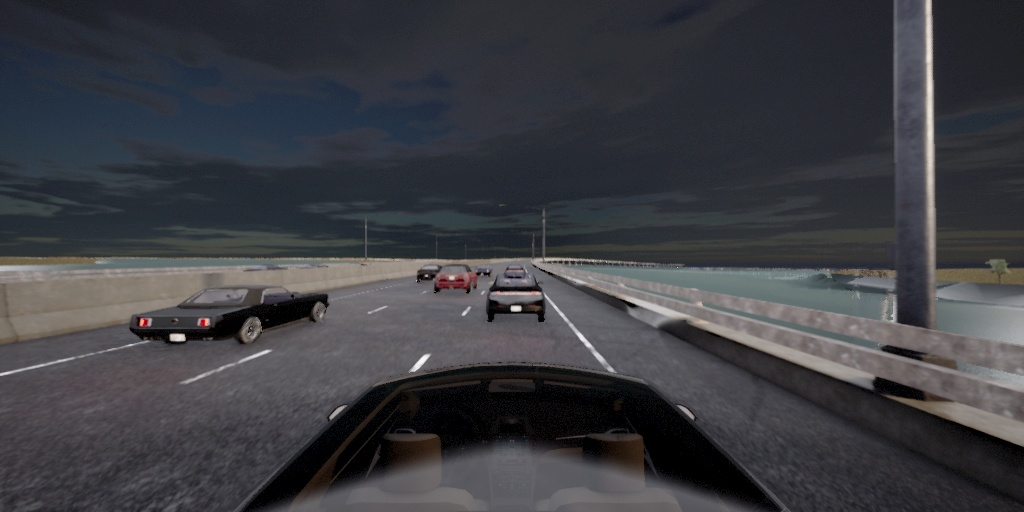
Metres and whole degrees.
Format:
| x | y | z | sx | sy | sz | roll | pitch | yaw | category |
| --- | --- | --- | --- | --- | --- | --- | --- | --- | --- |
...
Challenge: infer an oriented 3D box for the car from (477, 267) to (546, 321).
| x | y | z | sx | sy | sz | roll | pitch | yaw | category |
| --- | --- | --- | --- | --- | --- | --- | --- | --- | --- |
| 0.126 | 1.330 | 12.807 | 2.128 | 1.511 | 4.902 | 0 | 0 | 0 | car |

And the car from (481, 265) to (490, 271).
| x | y | z | sx | sy | sz | roll | pitch | yaw | category |
| --- | --- | --- | --- | --- | --- | --- | --- | --- | --- |
| -3.133 | 1.655 | 40.249 | 1.895 | 1.301 | 4.718 | 0 | 0 | 1 | car |

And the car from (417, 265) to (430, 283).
| x | y | z | sx | sy | sz | roll | pitch | yaw | category |
| --- | --- | --- | --- | --- | --- | --- | --- | --- | --- |
| -6.744 | 1.459 | 30.902 | 1.882 | 1.535 | 5.008 | 0 | 0 | 1 | car |

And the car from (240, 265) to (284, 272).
| x | y | z | sx | sy | sz | roll | pitch | yaw | category |
| --- | --- | --- | --- | --- | --- | --- | --- | --- | --- |
| -24.394 | 1.566 | 35.434 | 2.033 | 1.411 | 5.357 | 0 | 0 | 1 | car |

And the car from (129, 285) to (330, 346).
| x | y | z | sx | sy | sz | roll | pitch | yaw | category |
| --- | --- | --- | --- | --- | --- | --- | --- | --- | --- |
| -6.887 | 1.414 | 9.617 | 1.895 | 1.301 | 4.718 | 0 | 0 | 0 | car |

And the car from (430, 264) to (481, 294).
| x | y | z | sx | sy | sz | roll | pitch | yaw | category |
| --- | --- | --- | --- | --- | --- | --- | --- | --- | --- |
| -3.322 | 1.264 | 22.028 | 2.097 | 1.767 | 4.553 | 0 | 0 | 0 | car |

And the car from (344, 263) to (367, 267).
| x | y | z | sx | sy | sz | roll | pitch | yaw | category |
| --- | --- | --- | --- | --- | --- | --- | --- | --- | --- |
| -17.328 | 1.528 | 39.675 | 1.882 | 1.535 | 5.008 | 0 | 0 | 1 | car |

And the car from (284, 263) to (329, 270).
| x | y | z | sx | sy | sz | roll | pitch | yaw | category |
| --- | --- | --- | --- | --- | --- | --- | --- | --- | --- |
| -20.861 | 1.524 | 37.281 | 2.128 | 1.511 | 4.902 | 0 | 0 | 1 | car |

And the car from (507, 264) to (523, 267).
| x | y | z | sx | sy | sz | roll | pitch | yaw | category |
| --- | --- | --- | --- | --- | --- | --- | --- | --- | --- |
| 0.272 | 1.485 | 32.444 | 2.128 | 1.511 | 4.902 | 0 | 0 | 1 | car |
